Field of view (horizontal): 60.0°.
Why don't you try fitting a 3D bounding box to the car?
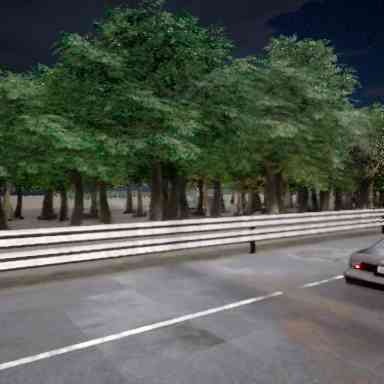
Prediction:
[{"bbox_3d":[5.757,1.557,7.850,5.357,1.411,2.033,0,0,-35],"label":"car"}]
